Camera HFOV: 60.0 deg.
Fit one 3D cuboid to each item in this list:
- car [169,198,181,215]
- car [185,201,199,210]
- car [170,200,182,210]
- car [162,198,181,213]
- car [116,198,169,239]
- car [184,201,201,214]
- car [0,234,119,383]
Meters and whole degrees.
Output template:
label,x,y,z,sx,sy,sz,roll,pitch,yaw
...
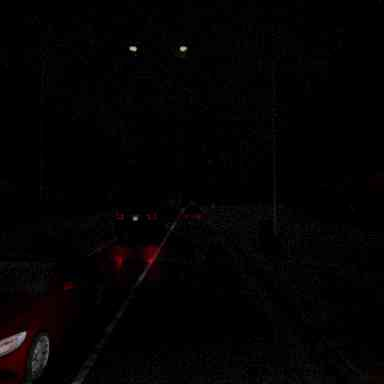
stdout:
label,x,y,z,sx,sy,sz,roll,pitch,yaw
car,-2.606,1.694,38.603,2.192,1.841,5.009,1,-1,0
car,0.014,2.086,52.214,1.994,1.385,4.181,0,-1,0
car,-2.608,2.077,55.027,1.752,1.417,4.829,1,-1,0
car,-2.605,1.752,44.135,2.192,1.841,5.009,1,-1,0
car,-2.745,1.404,18.797,2.150,2.045,5.566,0,-1,0
car,0.080,1.890,41.837,1.882,1.535,5.008,0,-1,0
car,-2.619,1.633,5.408,1.802,1.307,4.206,1,-1,0
